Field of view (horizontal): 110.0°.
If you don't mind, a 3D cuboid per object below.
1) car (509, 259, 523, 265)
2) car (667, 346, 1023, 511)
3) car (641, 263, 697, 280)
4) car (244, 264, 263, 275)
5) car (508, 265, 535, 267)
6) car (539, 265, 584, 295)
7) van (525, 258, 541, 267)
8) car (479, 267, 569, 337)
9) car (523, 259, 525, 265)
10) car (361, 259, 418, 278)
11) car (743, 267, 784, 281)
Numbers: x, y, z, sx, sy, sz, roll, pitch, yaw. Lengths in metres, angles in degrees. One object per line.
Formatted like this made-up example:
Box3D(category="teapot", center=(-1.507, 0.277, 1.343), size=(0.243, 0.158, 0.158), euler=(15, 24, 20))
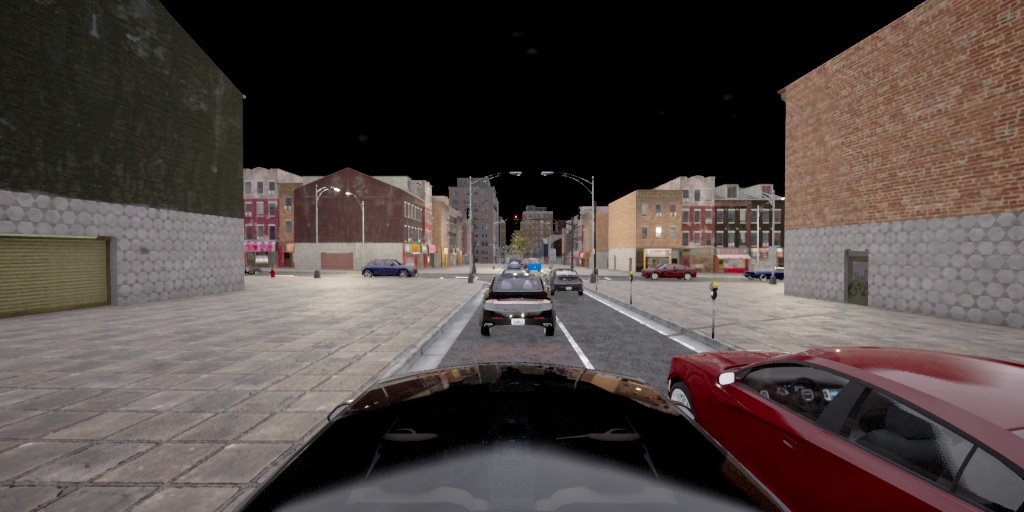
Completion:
Box3D(category="car", center=(0.373, 1.496, 56.455), size=(1.994, 1.385, 4.181), euler=(0, 0, 0))
Box3D(category="car", center=(2.637, 1.294, 2.387), size=(1.888, 1.381, 4.507), euler=(0, 0, 0))
Box3D(category="car", center=(14.863, 1.462, 34.152), size=(5.008, 1.535, 1.882), euler=(1, 1, 0))
Box3D(category="car", center=(-25.069, 1.039, 31.478), size=(5.357, 1.411, 2.033), euler=(1, 1, 0))
Box3D(category="car", center=(0.219, 1.369, 20.396), size=(1.895, 1.301, 4.718), euler=(0, 0, 1))
Box3D(category="car", center=(2.723, 1.316, 19.263), size=(2.007, 1.370, 4.403), euler=(0, 0, 0))
Box3D(category="van", center=(2.861, 1.210, 46.217), size=(1.690, 1.789, 3.998), euler=(0, 0, 0))
Box3D(category="car", center=(0.142, 1.243, 10.353), size=(2.128, 1.511, 4.902), euler=(0, 0, 0))
Box3D(category="car", center=(2.914, 1.249, 56.798), size=(2.192, 1.841, 5.009), euler=(0, 0, 0))
Box3D(category="car", center=(-10.611, 1.039, 31.381), size=(4.553, 1.767, 2.097), euler=(1, 1, 0))
Box3D(category="car", center=(24.823, 1.716, 34.087), size=(4.718, 1.301, 1.895), euler=(1, 1, 0))
